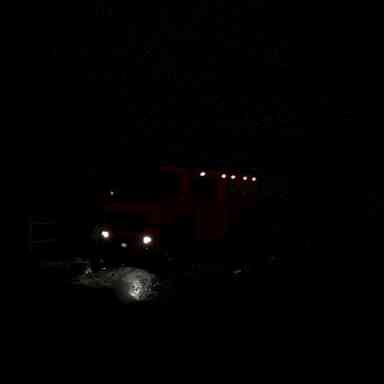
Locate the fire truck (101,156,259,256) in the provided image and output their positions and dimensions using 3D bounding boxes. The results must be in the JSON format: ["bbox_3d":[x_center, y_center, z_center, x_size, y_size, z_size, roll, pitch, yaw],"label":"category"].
[{"bbox_3d":[0.057,0.511,15.305,2.891,3.827,8.468,1,0,36],"label":"fire truck"}]
